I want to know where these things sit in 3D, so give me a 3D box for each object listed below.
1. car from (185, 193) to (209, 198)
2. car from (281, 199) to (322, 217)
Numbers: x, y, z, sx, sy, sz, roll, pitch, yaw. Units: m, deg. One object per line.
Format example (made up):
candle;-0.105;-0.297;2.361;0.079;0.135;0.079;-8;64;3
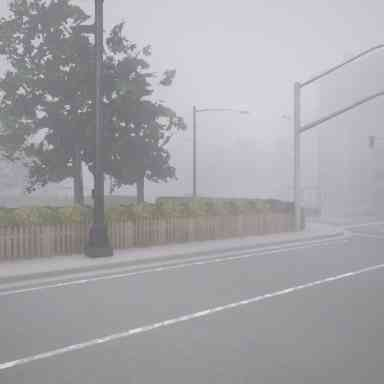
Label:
car;1.017;1.220;43.434;2.150;2.045;5.566;0;0;-35
car;9.618;1.478;31.006;1.882;1.535;5.008;0;0;-35
